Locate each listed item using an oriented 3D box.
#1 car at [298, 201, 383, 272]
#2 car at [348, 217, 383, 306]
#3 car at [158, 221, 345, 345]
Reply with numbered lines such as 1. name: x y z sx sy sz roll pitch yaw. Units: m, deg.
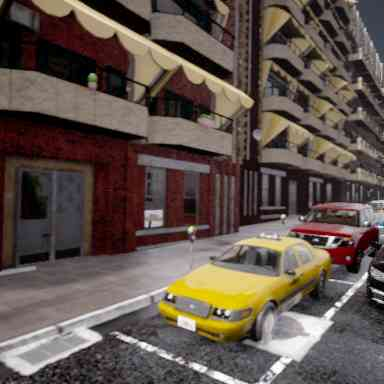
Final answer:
1. car: 4.873 1.330 11.085 2.192 1.841 5.009 2 1 37
2. car: 5.267 1.512 7.414 2.128 1.511 4.902 0 0 38
3. car: 1.400 1.525 6.563 1.752 1.417 4.829 2 1 37
